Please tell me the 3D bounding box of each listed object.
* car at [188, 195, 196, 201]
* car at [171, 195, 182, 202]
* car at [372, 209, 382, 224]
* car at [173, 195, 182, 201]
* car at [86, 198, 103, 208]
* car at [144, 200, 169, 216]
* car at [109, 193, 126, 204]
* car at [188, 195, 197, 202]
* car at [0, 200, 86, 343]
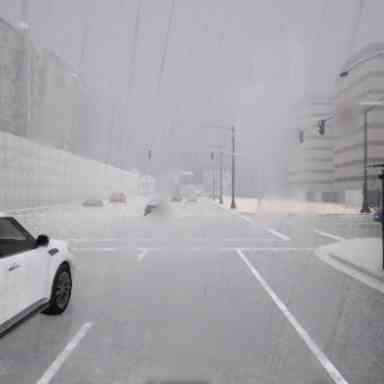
[{"bbox_3d":[0.044,1.347,80.964,2.033,1.411,5.357,0,0,0],"label":"car"},{"bbox_3d":[-3.462,1.516,70.994,1.895,1.301,4.718,0,0,0],"label":"car"},{"bbox_3d":[14.442,1.456,21.537,5.008,1.535,1.882,0,0,1],"label":"car"},{"bbox_3d":[-3.456,1.360,80.966,1.994,1.385,4.181,0,0,0],"label":"car"},{"bbox_3d":[-14.053,1.517,47.097,1.994,1.385,4.181,0,0,0],"label":"car"},{"bbox_3d":[-3.397,1.494,31.794,1.812,1.442,4.674,0,0,0],"label":"car"},{"bbox_3d":[-13.986,1.158,62.894,2.150,2.045,5.566,0,0,0],"label":"car"},{"bbox_3d":[0.038,1.398,70.546,1.882,1.535,5.008,0,0,0],"label":"car"},{"bbox_3d":[-3.424,1.217,4.381,2.150,2.045,5.566,0,0,0],"label":"car"}]
